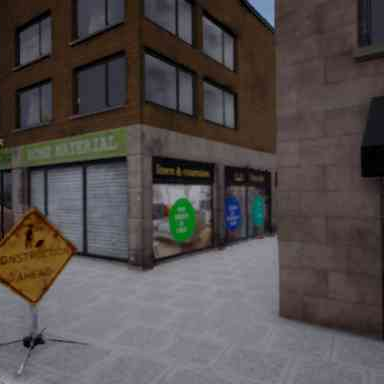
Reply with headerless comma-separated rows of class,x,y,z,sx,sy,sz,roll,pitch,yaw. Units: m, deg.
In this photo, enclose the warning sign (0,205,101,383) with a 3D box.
warning sign,-2.092,1.130,4.389,1.060,1.860,1.300,-1,0,36
